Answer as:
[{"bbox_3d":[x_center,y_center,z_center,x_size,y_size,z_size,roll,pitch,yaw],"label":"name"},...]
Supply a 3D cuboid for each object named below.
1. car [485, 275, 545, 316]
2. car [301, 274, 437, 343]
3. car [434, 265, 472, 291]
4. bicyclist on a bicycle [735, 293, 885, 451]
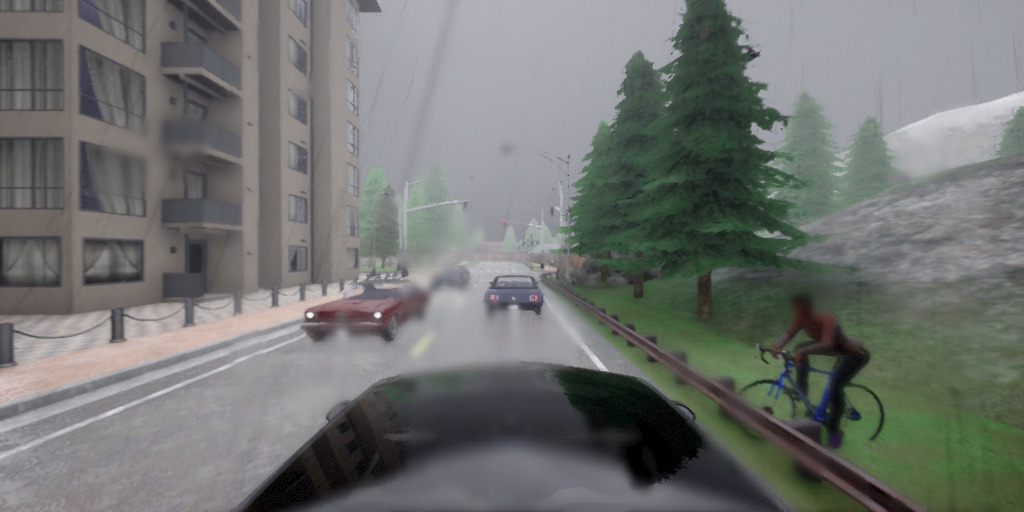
[{"bbox_3d":[0.090,1.334,13.322,1.895,1.301,4.718,0,0,0],"label":"car"},{"bbox_3d":[-3.599,1.341,9.822,1.895,1.301,4.718,0,0,0],"label":"car"},{"bbox_3d":[-3.528,1.270,21.740,2.033,1.411,5.357,0,0,0],"label":"car"},{"bbox_3d":[3.251,1.237,3.883,1.656,1.620,0.582,4,-1,-1],"label":"bicyclist on a bicycle"}]
